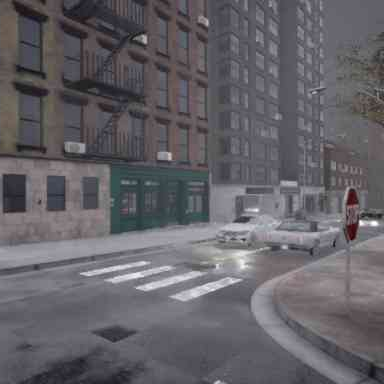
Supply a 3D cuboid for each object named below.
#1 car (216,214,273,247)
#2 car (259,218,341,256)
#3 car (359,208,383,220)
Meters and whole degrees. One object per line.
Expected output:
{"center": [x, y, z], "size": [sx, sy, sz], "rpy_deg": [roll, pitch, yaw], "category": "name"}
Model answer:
{"center": [3.102, 1.851, 17.010], "size": [1.812, 1.442, 4.674], "rpy_deg": [0, -1, 39], "category": "car"}
{"center": [5.029, 1.900, 14.701], "size": [1.895, 1.301, 4.718], "rpy_deg": [0, -1, 39], "category": "car"}
{"center": [20.923, 2.581, 38.890], "size": [1.895, 1.301, 4.718], "rpy_deg": [0, -1, 40], "category": "car"}
